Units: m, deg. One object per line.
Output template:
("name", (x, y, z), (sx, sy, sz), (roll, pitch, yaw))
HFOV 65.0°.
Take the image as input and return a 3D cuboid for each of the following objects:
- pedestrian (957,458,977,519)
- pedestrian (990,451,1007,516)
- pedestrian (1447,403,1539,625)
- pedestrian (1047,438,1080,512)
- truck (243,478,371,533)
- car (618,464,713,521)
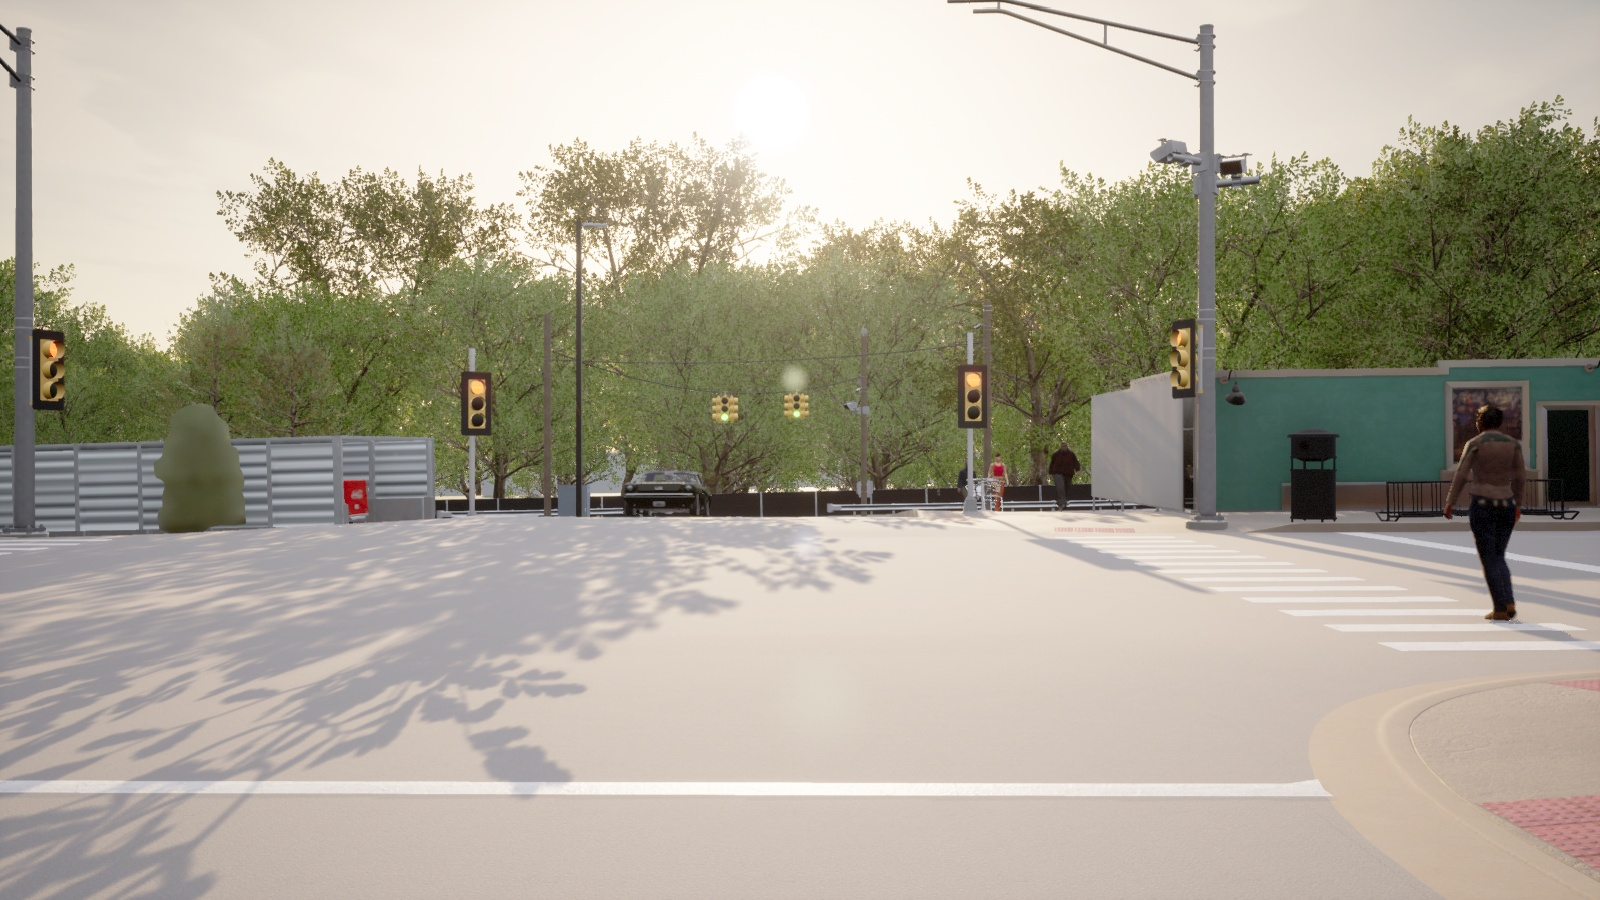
("pedestrian", (5.103, 1.172, 38.433), (0.402, 1.842, 0.726), (0, 0, -9))
("pedestrian", (5.656, 0.957, 35.846), (0.345, 1.836, 0.594), (0, 0, -5))
("pedestrian", (5.849, 0.521, 10.631), (0.328, 1.805, 0.869), (0, 0, 3))
("pedestrian", (6.622, 0.623, 31.590), (0.634, 1.844, 0.899), (0, 0, 0))
("truck", (-24.362, 2.715, 62.143), (5.204, 2.467, 2.627), (-2, 0, 7))
("car", (-3.444, 1.162, 33.032), (1.895, 1.301, 4.718), (0, -4, 1))
